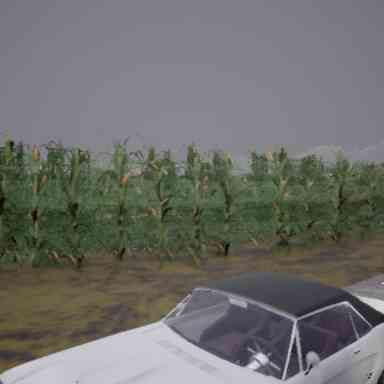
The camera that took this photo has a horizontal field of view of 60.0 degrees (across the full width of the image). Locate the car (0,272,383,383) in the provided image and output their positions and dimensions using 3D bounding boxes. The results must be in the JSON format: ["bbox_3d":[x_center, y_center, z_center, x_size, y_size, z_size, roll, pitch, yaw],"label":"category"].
[{"bbox_3d":[0.590,1.689,3.489,4.718,1.301,1.895,0,-2,-38],"label":"car"}]
